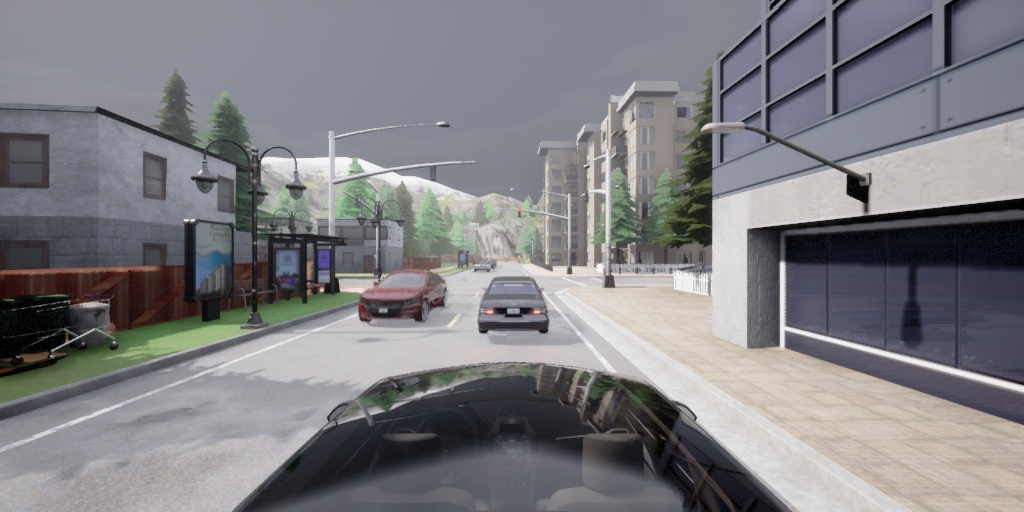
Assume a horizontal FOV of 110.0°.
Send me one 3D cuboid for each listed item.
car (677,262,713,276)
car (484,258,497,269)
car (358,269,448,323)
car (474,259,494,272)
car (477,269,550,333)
[{"bbox_3d":[16.598,1.256,30.669,4.902,1.511,2.128,0,0,-2],"label":"car"},{"bbox_3d":[-3.758,1.101,55.231,2.097,1.767,4.553,0,0,0],"label":"car"},{"bbox_3d":[-3.493,1.227,12.362,1.882,1.535,5.008,0,0,1],"label":"car"},{"bbox_3d":[-3.735,1.350,45.377,1.895,1.301,4.718,0,0,0],"label":"car"},{"bbox_3d":[0.040,1.297,10.668,2.033,1.411,5.357,0,0,0],"label":"car"}]
